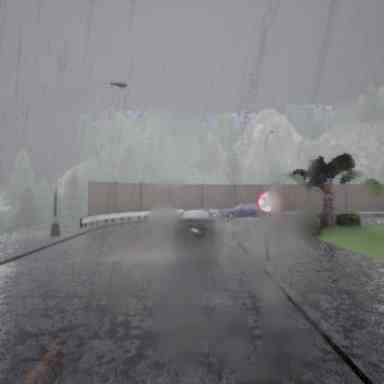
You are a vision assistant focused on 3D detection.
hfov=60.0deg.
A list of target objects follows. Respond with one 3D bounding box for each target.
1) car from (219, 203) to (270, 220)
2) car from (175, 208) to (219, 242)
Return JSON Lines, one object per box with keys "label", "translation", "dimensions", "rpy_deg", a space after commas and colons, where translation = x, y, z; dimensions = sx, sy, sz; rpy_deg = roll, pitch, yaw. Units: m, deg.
{"label": "car", "translation": [4.654, 1.715, 29.536], "dimensions": [4.674, 1.442, 1.812], "rpy_deg": [0, 0, -14]}
{"label": "car", "translation": [0.248, 1.562, 17.037], "dimensions": [1.882, 1.535, 5.008], "rpy_deg": [0, 0, 3]}
